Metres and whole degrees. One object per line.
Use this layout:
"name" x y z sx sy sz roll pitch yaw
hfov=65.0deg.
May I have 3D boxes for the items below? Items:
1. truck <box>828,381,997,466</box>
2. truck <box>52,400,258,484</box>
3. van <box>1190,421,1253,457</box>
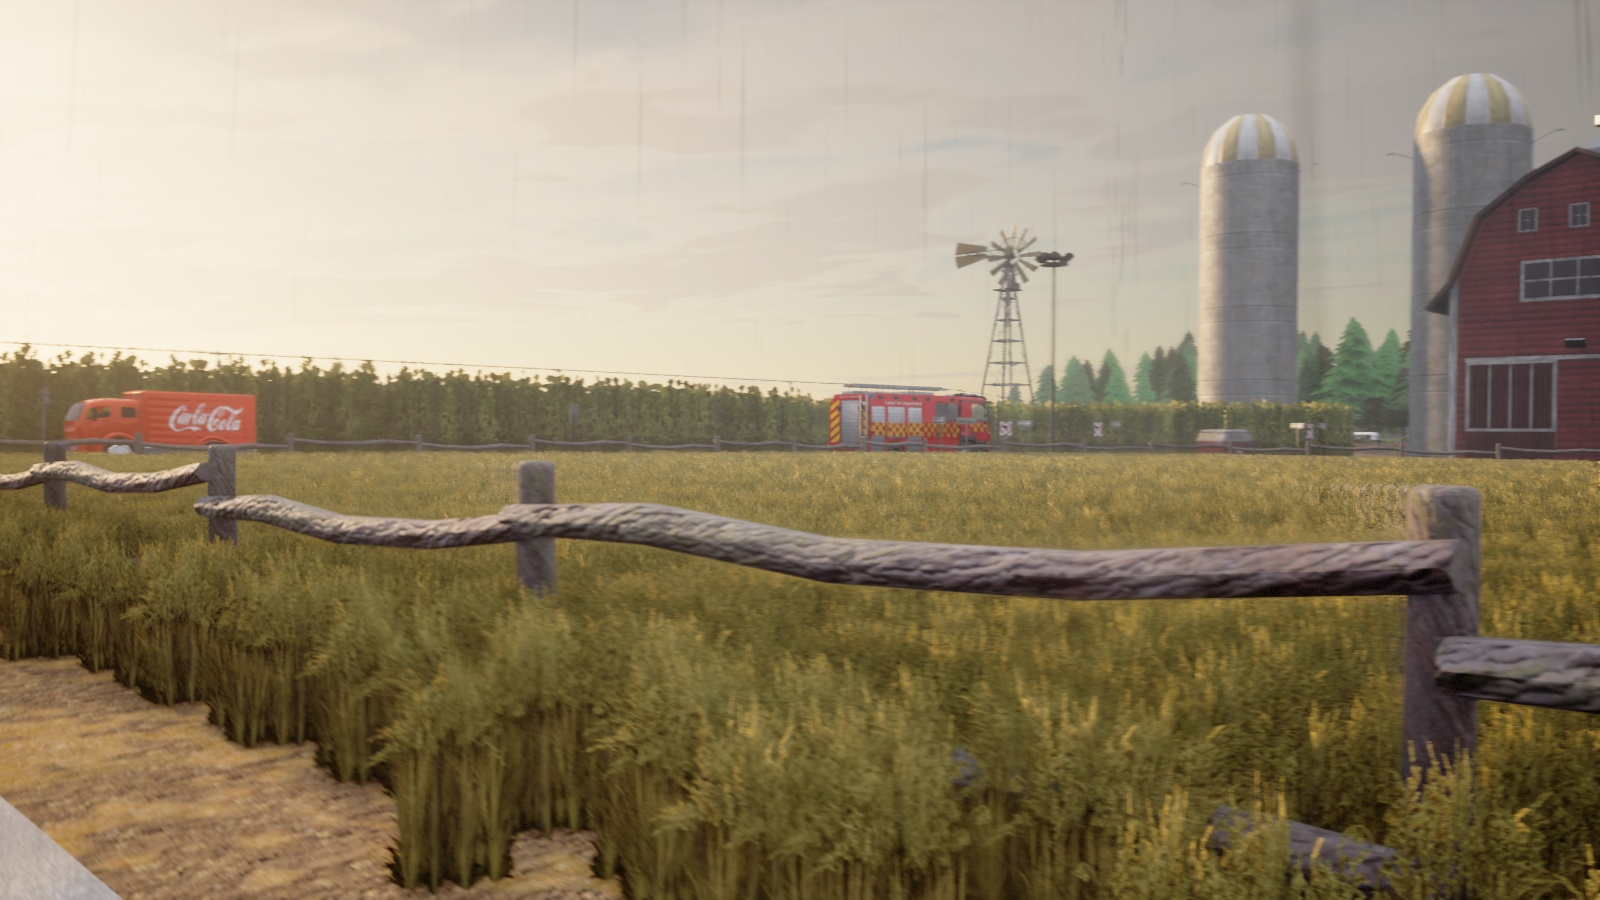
"truck" 5.506 -1.249 60.239 8.468 3.827 2.891 -1 1 -40
"truck" -20.290 -0.251 39.633 5.204 2.467 2.627 -1 1 -45
"van" 24.033 -0.635 71.778 1.775 1.987 4.442 -1 1 -6
